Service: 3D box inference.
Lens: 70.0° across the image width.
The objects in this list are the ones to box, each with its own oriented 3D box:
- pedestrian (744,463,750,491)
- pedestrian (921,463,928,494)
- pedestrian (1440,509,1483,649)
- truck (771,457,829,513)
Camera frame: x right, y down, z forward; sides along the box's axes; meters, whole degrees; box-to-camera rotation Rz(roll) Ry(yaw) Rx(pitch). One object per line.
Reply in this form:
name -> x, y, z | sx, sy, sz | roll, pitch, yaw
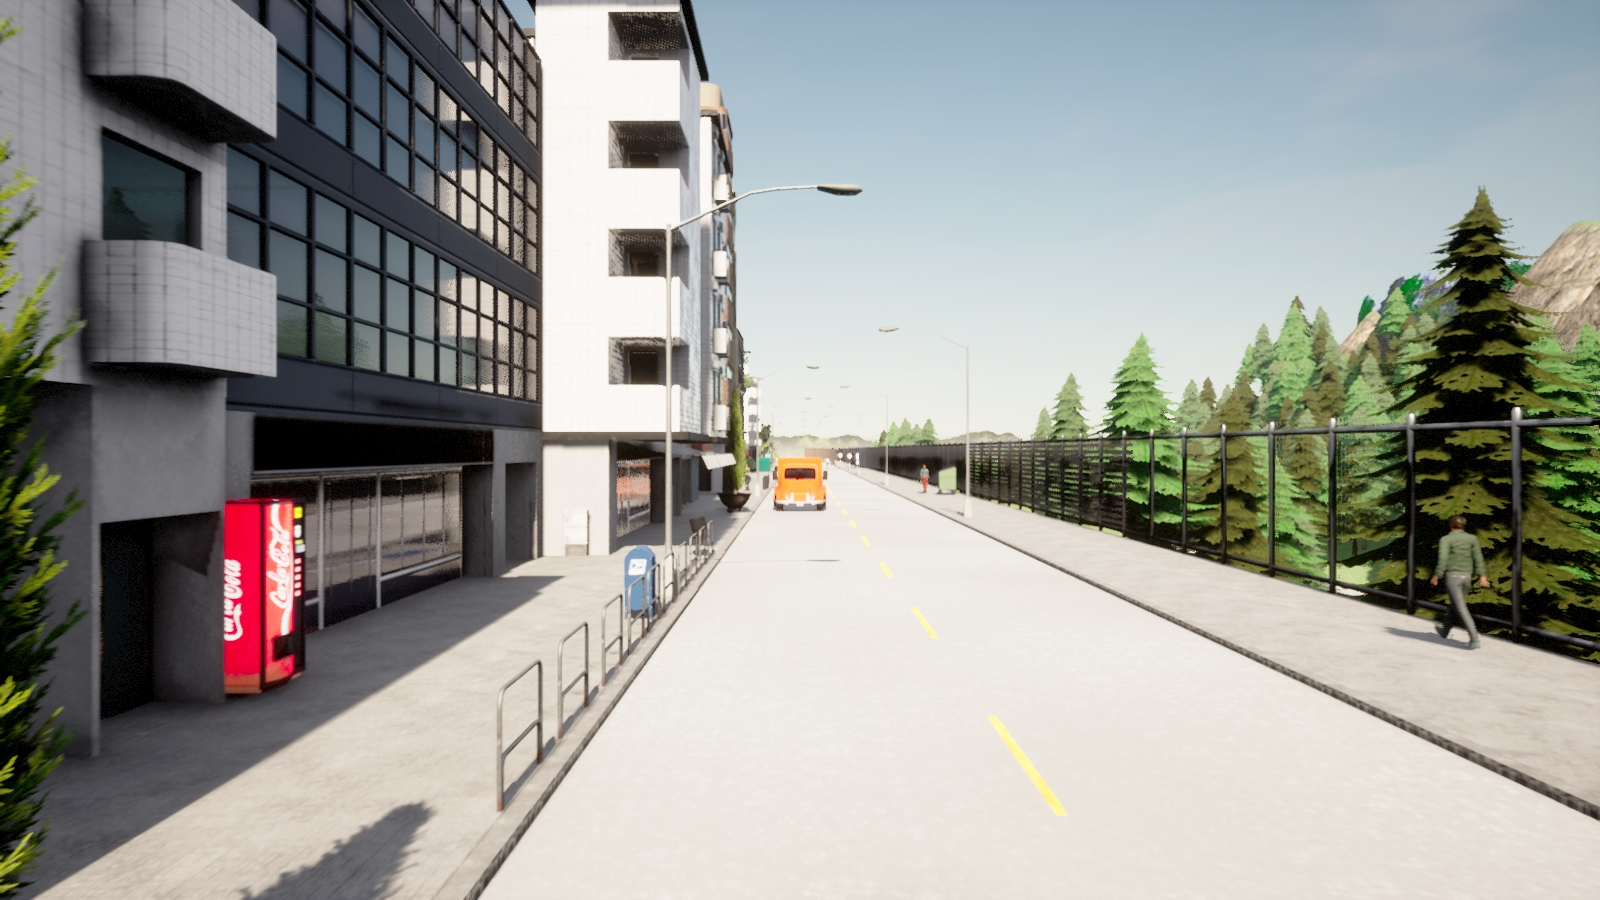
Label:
pedestrian -> -3.458, 1.753, 74.613 | 0.375, 1.860, 0.375 | 0, 0, -12
pedestrian -> 7.668, 1.753, 70.343 | 0.375, 1.860, 0.375 | 0, 0, 2
pedestrian -> 9.008, 1.747, 15.564 | 0.375, 1.860, 0.375 | 0, 0, -3
truck -> -0.002, 1.574, 53.543 | 2.627, 2.467, 5.204 | 0, 0, 0
